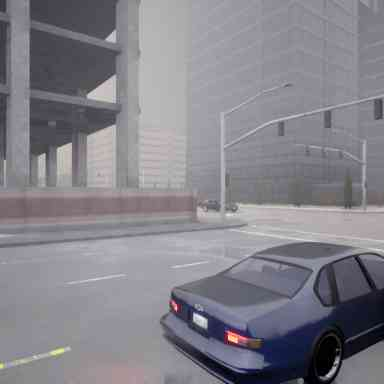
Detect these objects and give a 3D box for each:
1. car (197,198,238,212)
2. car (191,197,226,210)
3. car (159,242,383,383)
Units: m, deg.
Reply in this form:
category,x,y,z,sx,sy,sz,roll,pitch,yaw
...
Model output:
category,x,y,z,sx,sy,sz,roll,pitch,yaw
car,3.074,1.505,37.408,1.837,1.490,4.892,0,0,-36
car,2.140,1.491,44.980,2.128,1.511,4.902,0,0,-36
car,2.149,1.547,5.324,5.357,1.411,2.033,0,0,-35
